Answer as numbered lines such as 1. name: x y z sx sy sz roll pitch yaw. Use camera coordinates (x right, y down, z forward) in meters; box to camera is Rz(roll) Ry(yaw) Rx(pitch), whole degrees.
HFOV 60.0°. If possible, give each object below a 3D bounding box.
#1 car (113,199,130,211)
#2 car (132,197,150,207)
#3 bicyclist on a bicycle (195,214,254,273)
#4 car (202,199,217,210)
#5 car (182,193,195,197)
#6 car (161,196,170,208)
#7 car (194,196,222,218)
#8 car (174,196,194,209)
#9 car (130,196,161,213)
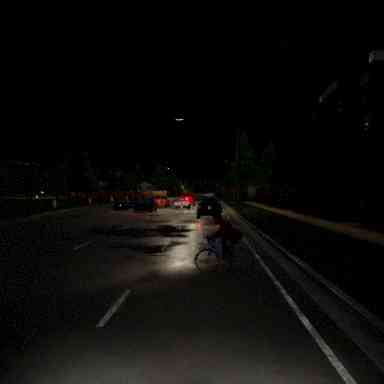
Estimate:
1. car: -8.343 1.560 41.224 1.994 1.385 4.181 0 0 3
2. car: -7.824 1.521 51.126 1.812 1.442 4.674 0 0 3
3. bicyclist on a bicycle: 0.887 1.440 9.176 1.656 1.620 0.582 -1 0 3
4. car: 2.288 1.597 43.607 1.895 1.301 4.718 0 0 3
5. car: -0.671 1.217 54.010 2.150 2.045 5.566 0 0 3
6. car: -4.489 1.347 48.860 2.097 1.767 4.553 0 0 4
7. car: 1.574 1.351 29.799 2.097 1.767 4.553 0 0 3
8. car: -1.189 1.597 43.986 1.895 1.301 4.718 0 0 3
9. car: -5.083 1.474 37.128 1.882 1.535 5.008 0 0 4
